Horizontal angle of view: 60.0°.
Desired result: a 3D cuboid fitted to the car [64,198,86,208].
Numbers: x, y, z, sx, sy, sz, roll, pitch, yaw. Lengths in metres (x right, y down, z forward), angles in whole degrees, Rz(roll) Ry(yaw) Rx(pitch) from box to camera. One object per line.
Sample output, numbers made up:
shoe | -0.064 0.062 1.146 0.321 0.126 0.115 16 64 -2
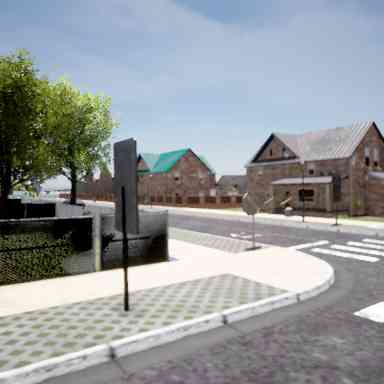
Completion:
car | -16.087 1.520 45.449 2.033 1.411 5.357 -2 1 -33
